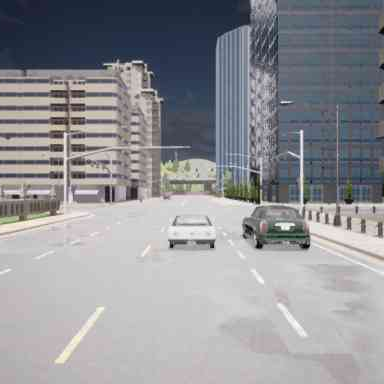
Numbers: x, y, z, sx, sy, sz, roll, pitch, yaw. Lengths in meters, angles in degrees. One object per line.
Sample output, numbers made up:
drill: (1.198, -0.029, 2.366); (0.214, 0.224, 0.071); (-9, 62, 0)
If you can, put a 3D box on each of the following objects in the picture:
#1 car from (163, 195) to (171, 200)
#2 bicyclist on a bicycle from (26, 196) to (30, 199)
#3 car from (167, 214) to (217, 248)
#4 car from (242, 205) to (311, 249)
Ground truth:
car: (-7.000, 1.533, 93.285); (2.033, 1.411, 5.357); (0, 0, 0)
bicyclist on a bicycle: (-26.081, 1.243, 52.582); (0.582, 1.620, 1.656); (0, 0, 7)
car: (0.000, 1.615, 14.680); (1.895, 1.301, 4.718); (0, 0, 0)
car: (3.500, 1.365, 14.620); (2.097, 1.767, 4.553); (0, 0, 0)
